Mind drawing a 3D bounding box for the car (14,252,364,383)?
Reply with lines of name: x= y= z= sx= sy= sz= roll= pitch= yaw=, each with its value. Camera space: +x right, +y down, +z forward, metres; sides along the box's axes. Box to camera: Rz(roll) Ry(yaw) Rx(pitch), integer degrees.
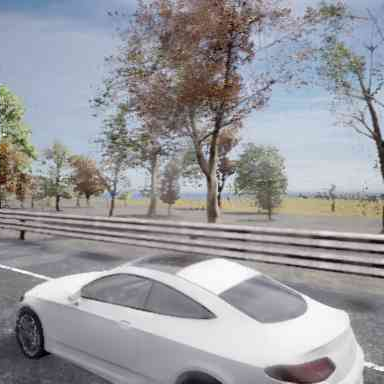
car: x=-0.414 y=1.541 z=4.300 sx=4.674 sy=1.442 sz=1.812 roll=0 pitch=0 yaw=36
